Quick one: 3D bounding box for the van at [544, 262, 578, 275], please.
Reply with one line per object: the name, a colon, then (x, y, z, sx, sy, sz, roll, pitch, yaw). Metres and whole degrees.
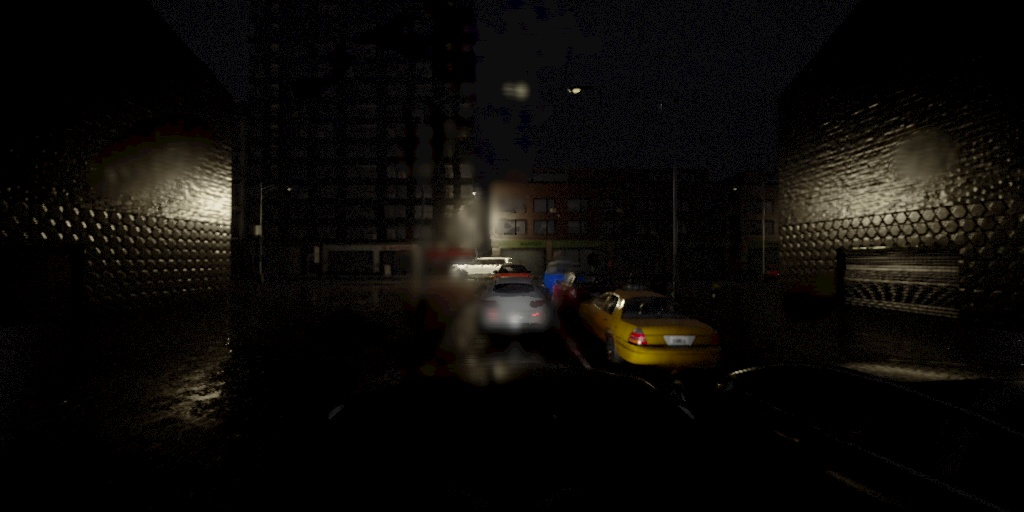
van: (2.648, 1.199, 18.747, 1.690, 1.789, 3.998, 0, 0, 0)

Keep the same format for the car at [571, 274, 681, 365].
car: (2.641, 1.313, 7.968, 1.751, 1.417, 4.829, 0, 0, 0)

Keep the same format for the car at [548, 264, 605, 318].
car: (2.645, 1.262, 13.272, 1.967, 1.591, 4.097, 0, 0, 0)

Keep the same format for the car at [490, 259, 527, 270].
car: (0.037, 1.220, 20.340, 2.097, 1.767, 4.553, 0, 0, -1)

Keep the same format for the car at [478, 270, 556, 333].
car: (0.051, 1.333, 10.878, 1.812, 1.442, 4.674, 0, 0, -1)

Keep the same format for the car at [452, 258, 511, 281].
car: (-2.550, 1.158, 32.178, 5.566, 2.045, 2.150, 0, -1, 0)

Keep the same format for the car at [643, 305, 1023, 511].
car: (2.638, 1.319, 2.325, 1.948, 1.339, 4.313, 0, 0, 0)

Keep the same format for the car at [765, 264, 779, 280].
car: (25.709, 1.143, 32.112, 5.566, 2.045, 2.150, 0, -1, 0)
